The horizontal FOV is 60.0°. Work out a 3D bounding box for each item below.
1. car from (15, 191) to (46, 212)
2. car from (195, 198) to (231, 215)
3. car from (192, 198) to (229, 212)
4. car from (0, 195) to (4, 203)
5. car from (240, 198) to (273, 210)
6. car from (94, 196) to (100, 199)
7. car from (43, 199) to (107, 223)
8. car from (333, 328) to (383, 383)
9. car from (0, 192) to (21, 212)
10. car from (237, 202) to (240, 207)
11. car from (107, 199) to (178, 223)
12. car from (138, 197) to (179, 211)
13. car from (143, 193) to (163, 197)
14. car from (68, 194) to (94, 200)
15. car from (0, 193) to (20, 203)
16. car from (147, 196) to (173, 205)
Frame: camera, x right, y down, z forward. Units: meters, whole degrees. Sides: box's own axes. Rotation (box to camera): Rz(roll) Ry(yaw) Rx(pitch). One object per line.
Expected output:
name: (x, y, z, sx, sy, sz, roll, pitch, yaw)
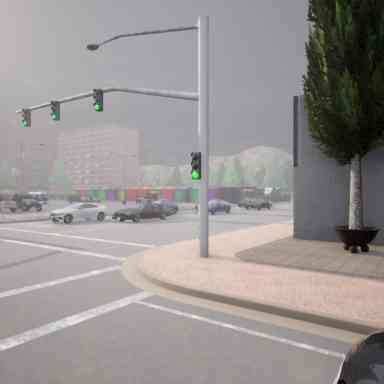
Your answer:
car: (-18.250, 1.156, 36.495, 3.866, 1.878, 1.905, 0, 0, 35)
car: (2.391, 1.526, 34.575, 1.812, 1.442, 4.674, 0, 0, 37)
car: (2.270, 1.491, 40.280, 2.128, 1.511, 4.902, 0, 0, 37)
car: (-38.304, 1.364, 64.563, 3.905, 1.438, 1.784, 0, 0, 35)
car: (8.684, 1.547, 43.017, 2.033, 1.411, 5.357, 0, 0, 37)
car: (-19.569, 1.364, 64.964, 3.905, 1.438, 1.784, 0, 0, 35)
car: (-8.589, 1.526, 25.573, 1.812, 1.442, 4.674, 0, 0, 38)
car: (3.319, 1.492, 1.599, 4.902, 1.511, 2.128, 0, 0, 36)
car: (-19.964, 1.153, 34.162, 4.605, 1.855, 1.932, 0, 0, 35)
car: (8.605, 1.547, 48.725, 2.033, 1.411, 5.357, 0, 0, 37)
car: (-3.750, 1.547, 26.310, 2.033, 1.411, 5.357, 0, 0, 36)
car: (-3.205, 1.526, 32.917, 1.812, 1.442, 4.674, 0, 0, 37)
car: (-6.965, 1.156, 52.549, 3.866, 1.878, 1.905, 0, 0, 35)
car: (-21.292, 1.153, 62.635, 4.605, 1.855, 1.932, 0, 0, 35)
car: (-36.798, 1.153, 66.784, 4.605, 1.855, 1.932, 0, 0, 35)
car: (-5.287, 1.395, 54.909, 3.806, 1.475, 1.970, 0, 0, 35)
